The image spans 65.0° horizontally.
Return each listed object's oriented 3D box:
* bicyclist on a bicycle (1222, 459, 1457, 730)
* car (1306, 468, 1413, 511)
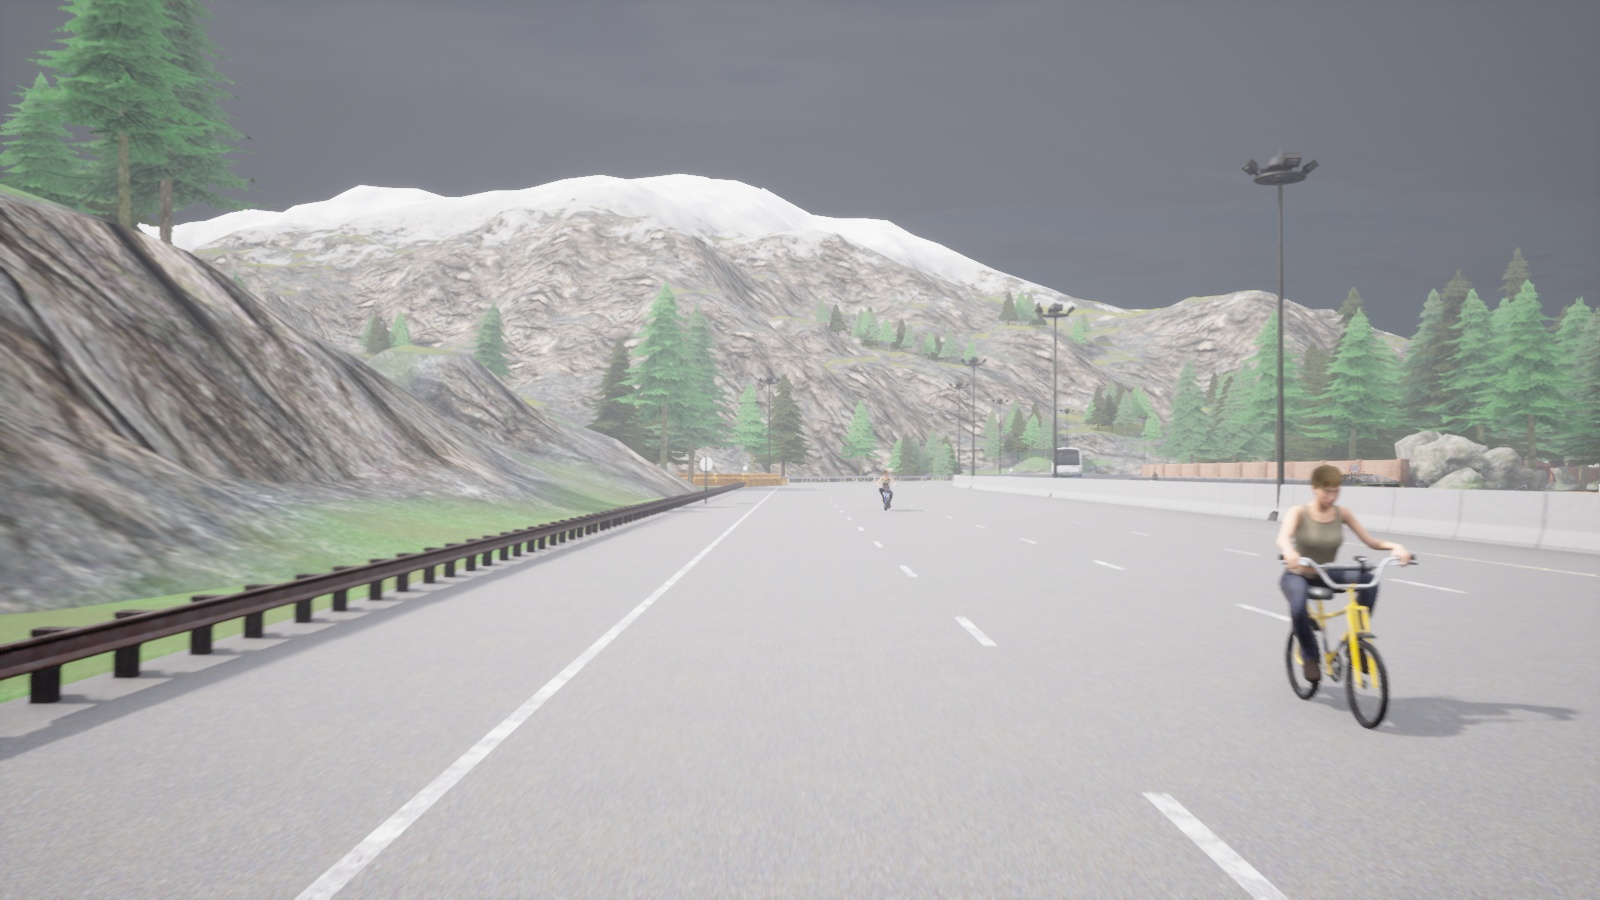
[{"bbox_3d":[3.475,0.875,8.253,0.866,1.612,1.509,0,-1,0],"label":"bicyclist on a bicycle"},{"bbox_3d":[20.885,1.463,47.098,2.007,1.525,4.514,0,-1,0],"label":"car"}]
